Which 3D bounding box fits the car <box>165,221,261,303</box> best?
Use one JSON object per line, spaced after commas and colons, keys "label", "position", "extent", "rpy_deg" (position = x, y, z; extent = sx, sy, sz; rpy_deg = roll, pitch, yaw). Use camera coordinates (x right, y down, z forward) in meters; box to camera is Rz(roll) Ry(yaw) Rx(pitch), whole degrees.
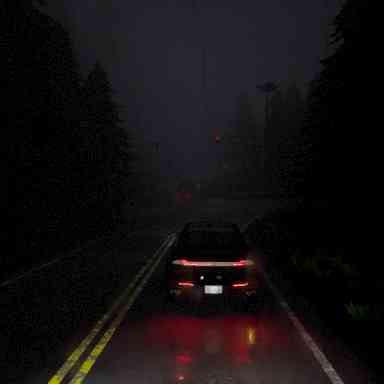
{"label": "car", "position": [0.448, 1.466, 8.175], "extent": [2.128, 1.511, 4.902], "rpy_deg": [0, 0, 2]}

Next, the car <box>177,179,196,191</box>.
{"label": "car", "position": [-0.701, -1.071, 45.225], "extent": [1.812, 1.442, 4.674], "rpy_deg": [1, 9, 14]}
